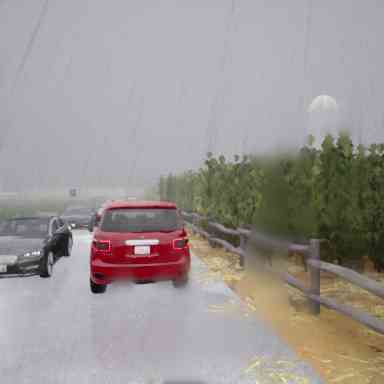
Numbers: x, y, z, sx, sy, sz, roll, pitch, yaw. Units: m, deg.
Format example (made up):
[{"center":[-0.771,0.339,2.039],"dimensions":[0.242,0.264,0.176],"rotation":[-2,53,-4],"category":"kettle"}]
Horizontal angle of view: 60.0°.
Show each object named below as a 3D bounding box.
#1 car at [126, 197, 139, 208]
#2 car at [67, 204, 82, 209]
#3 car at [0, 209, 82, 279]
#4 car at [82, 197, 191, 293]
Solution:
[{"center":[-8.938,1.477,49.839],"dimensions":[1.882,1.535,5.008],"rotation":[0,0,-10],"category":"car"},{"center":[-6.678,1.505,19.922],"dimensions":[1.837,1.490,4.892],"rotation":[0,0,-10],"category":"car"},{"center":[-4.868,1.491,10.037],"dimensions":[2.128,1.511,4.902],"rotation":[0,0,-10],"category":"car"},{"center":[-1.450,1.221,9.107],"dimensions":[2.150,2.045,5.566],"rotation":[0,0,-10],"category":"car"}]
